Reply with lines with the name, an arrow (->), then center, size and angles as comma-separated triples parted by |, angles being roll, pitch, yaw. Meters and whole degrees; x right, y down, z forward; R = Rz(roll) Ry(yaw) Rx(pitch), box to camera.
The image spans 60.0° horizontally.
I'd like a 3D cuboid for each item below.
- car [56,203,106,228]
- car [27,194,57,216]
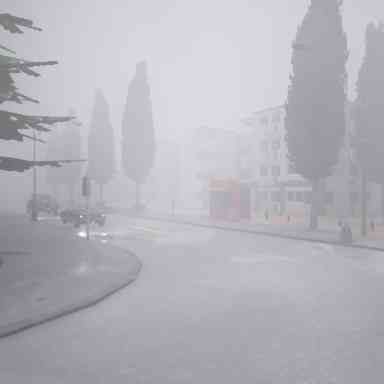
car -> -7.587, 1.620, 22.949 | 1.895, 1.301, 4.718 | 0, 0, -36
car -> -14.993, 1.244, 33.268 | 2.150, 2.045, 5.566 | 0, 0, -36
